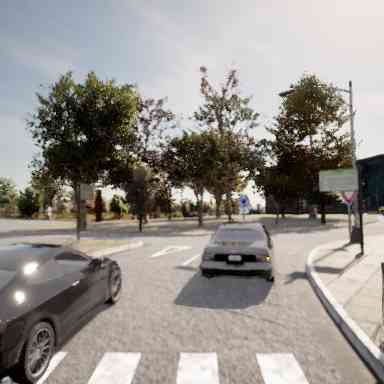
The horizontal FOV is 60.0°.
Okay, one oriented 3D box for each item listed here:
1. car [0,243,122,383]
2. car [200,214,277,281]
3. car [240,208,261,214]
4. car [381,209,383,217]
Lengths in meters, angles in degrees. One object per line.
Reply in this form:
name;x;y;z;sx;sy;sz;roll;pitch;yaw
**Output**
car;-2.586;1.557;5.374;1.812;1.442;4.674;0;0;6
car;1.527;1.594;9.954;2.033;1.411;5.357;-1;-2;13
car;12.212;4.183;69.503;1.837;1.490;4.892;3;-6;-35
car;24.356;2.317;39.961;2.033;1.411;5.357;-1;-3;16
